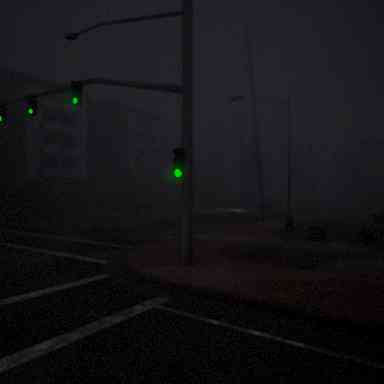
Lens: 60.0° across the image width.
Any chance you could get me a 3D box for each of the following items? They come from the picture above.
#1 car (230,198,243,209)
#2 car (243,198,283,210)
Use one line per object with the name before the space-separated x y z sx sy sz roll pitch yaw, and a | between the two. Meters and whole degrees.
car | 7.320 1.495 45.194 4.674 1.442 1.812 0 0 -35
car | 9.425 1.466 42.436 4.902 1.511 2.128 0 0 -34
